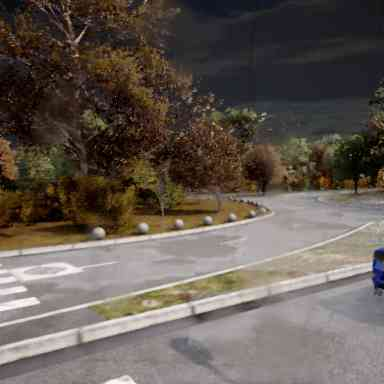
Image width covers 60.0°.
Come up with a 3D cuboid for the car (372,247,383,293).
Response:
[{"bbox_3d":[5.956,1.424,7.132,5.008,1.535,1.882,-1,1,-31],"label":"car"}]
